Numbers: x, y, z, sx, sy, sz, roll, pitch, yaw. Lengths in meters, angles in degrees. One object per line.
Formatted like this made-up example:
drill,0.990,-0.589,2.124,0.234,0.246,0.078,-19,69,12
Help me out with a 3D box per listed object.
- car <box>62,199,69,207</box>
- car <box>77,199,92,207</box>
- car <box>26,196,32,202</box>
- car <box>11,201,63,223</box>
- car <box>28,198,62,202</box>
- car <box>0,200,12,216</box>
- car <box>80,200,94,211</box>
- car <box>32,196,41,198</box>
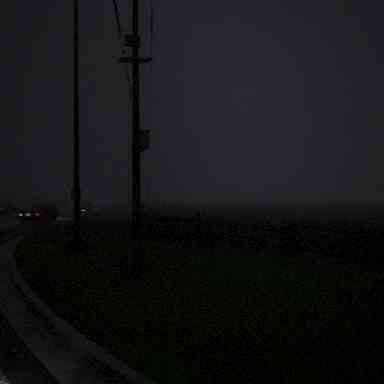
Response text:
car,-24.039,2.049,61.104,1.812,1.442,4.674,0,0,-7
car,-21.003,2.130,64.988,1.895,1.301,4.718,0,0,-7
car,-32.065,1.839,67.978,2.150,2.045,5.566,0,0,-7
car,-12.777,1.796,27.876,2.033,1.411,5.357,0,0,-7
car,-17.942,1.838,40.804,1.882,1.535,5.008,0,0,-7
car,-20.981,1.918,36.948,1.994,1.385,4.181,0,0,-7
car,-15.231,1.949,47.269,1.994,1.385,4.181,0,0,-7
car,-27.737,1.906,62.446,2.097,1.767,4.553,0,0,-7
